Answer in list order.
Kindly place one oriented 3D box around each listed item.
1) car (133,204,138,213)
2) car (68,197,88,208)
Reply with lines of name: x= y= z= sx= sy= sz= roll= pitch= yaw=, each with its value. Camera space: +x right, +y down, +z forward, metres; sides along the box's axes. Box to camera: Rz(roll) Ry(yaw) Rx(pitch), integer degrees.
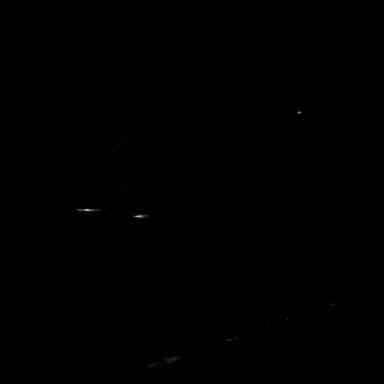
car: x=-7.853 y=1.600 z=37.413 sx=1.882 sy=1.535 sz=5.008 roll=-1 pitch=0 yaw=-36
car: x=-17.512 y=1.516 z=50.827 sx=2.128 sy=1.511 sz=4.902 roll=-1 pitch=0 yaw=-36
